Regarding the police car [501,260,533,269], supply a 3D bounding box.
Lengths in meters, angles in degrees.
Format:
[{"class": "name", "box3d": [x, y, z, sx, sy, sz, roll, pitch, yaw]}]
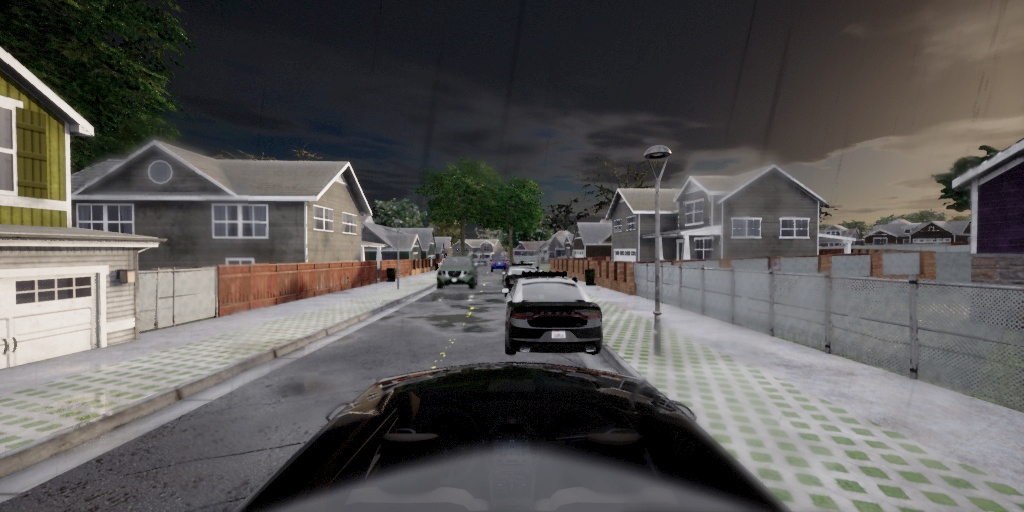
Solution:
[{"class": "police car", "box3d": [0.523, 1.187, 18.899, 1.930, 1.638, 5.238, 0, 0, -2]}]

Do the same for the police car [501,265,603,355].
[{"class": "police car", "box3d": [0.777, 1.176, 8.854, 1.930, 1.638, 5.238, 0, 0, -1]}]

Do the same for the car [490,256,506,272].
[{"class": "car", "box3d": [-1.706, 1.055, 47.464, 2.150, 2.045, 5.566, 0, 0, -3]}]

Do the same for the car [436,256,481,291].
[{"class": "car", "box3d": [-3.331, 0.993, 22.731, 2.150, 2.045, 5.566, 0, 0, -3]}]
